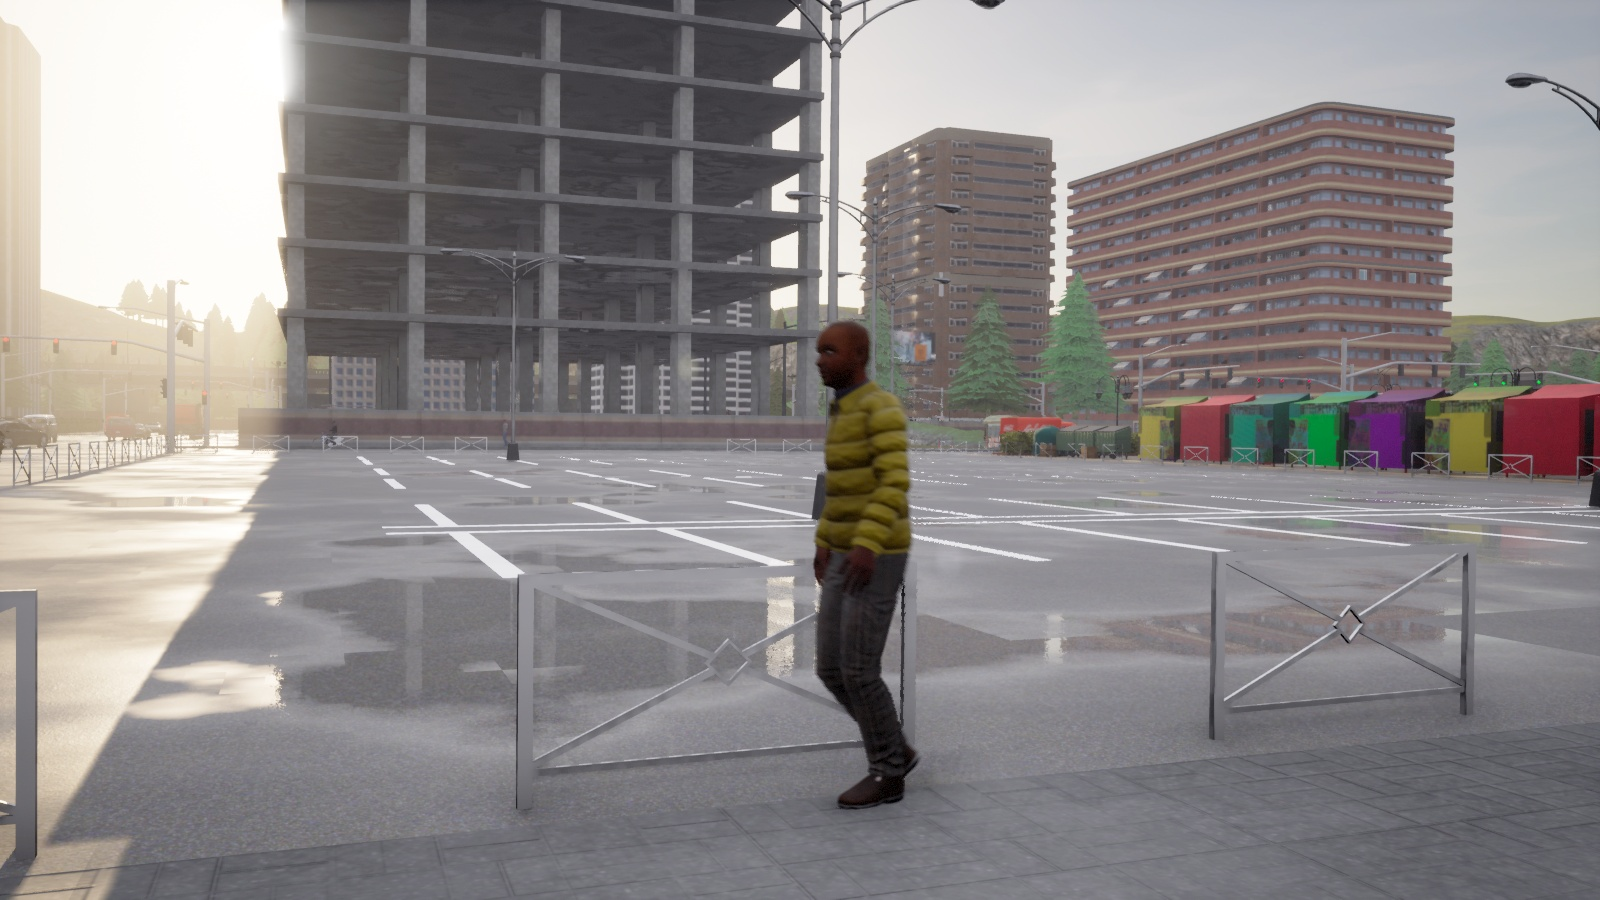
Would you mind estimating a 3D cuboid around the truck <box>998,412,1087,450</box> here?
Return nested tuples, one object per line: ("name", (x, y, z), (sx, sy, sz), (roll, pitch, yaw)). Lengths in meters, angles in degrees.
("truck", (16.044, -1.270, 83.146), (5.204, 2.467, 2.627), (-1, 1, -21))

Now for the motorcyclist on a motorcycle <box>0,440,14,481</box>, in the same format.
("motorcyclist on a motorcycle", (-30.371, 0.392, 47.284), (0.866, 1.530, 2.191), (-1, 1, -21))

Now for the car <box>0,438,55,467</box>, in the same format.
("car", (-43.793, 0.116, 69.652), (1.837, 1.490, 4.892), (0, 1, 2))

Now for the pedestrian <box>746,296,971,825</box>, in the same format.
("pedestrian", (0.215, 0.378, 4.658), (0.726, 1.835, 0.370), (-1, 1, -22))
